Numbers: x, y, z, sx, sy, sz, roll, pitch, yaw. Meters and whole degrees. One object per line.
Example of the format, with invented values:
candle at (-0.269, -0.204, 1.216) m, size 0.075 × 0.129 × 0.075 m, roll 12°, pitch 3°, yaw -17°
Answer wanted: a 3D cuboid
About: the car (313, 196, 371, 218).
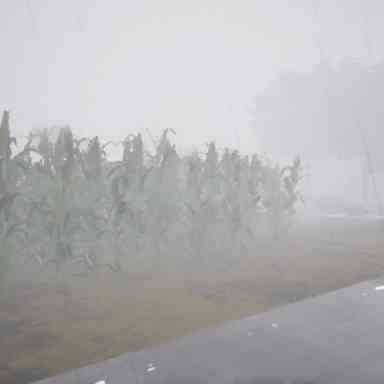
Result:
car at (15.208, 1.451, 34.041) m, size 2.150 × 2.045 × 5.566 m, roll -1°, pitch 0°, yaw -35°
